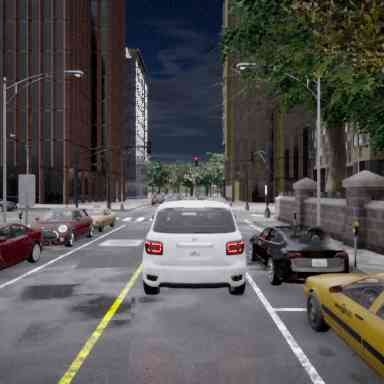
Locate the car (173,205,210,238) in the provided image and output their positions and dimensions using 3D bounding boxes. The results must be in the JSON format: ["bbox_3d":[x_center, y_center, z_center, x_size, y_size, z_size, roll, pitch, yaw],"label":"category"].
[{"bbox_3d":[0.006,1.525,18.496,1.812,1.442,4.674,0,0,0],"label":"car"}]

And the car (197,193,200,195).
[{"bbox_3d":[2.689,1.562,79.331,1.887,1.381,4.507,0,0,0],"label":"car"}]

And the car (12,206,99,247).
[{"bbox_3d":[-5.778,1.439,14.709,1.967,1.590,4.097,0,0,0],"label":"car"}]

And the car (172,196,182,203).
[{"bbox_3d":[-3.074,1.576,68.482,1.994,1.385,4.181,0,0,1],"label":"car"}]

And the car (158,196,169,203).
[{"bbox_3d":[-5.827,1.594,68.448,1.802,1.307,4.206,0,0,0],"label":"car"}]

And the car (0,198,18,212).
[{"bbox_3d":[-19.171,1.157,31.609,4.892,1.490,1.837,1,0,0],"label":"car"}]

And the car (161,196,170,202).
[{"bbox_3d":[-5.832,1.540,73.716,1.752,1.417,4.829,0,0,0],"label":"car"}]

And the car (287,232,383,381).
[{"bbox_3d":[2.757,1.525,3.975,1.752,1.417,4.829,0,0,0],"label":"car"}]

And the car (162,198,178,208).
[{"bbox_3d":[-3.140,1.568,48.137,1.994,1.385,4.181,0,0,0],"label":"car"}]

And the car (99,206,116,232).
[{"bbox_3d":[-5.783,1.524,19.995,1.752,1.417,4.829,0,0,0],"label":"car"}]

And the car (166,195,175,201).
[{"bbox_3d":[-5.847,1.575,90.199,2.008,1.369,4.403,0,0,0],"label":"car"}]

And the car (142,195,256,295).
[{"bbox_3d":[0.058,1.221,8.851,2.150,2.045,5.566,0,0,0],"label":"car"}]

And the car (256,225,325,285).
[{"bbox_3d":[2.752,1.565,9.261,1.947,1.339,4.313,0,0,0],"label":"car"}]

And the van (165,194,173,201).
[{"bbox_3d":[-5.842,1.362,84.761,1.690,1.788,3.998,0,0,0],"label":"van"}]

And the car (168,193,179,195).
[{"bbox_3d":[-3.135,1.485,58.300,1.882,1.535,5.008,0,0,0],"label":"car"}]

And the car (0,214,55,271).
[{"bbox_3d":[-5.773,1.544,9.251,1.887,1.381,4.507,0,0,0],"label":"car"}]

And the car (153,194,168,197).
[{"bbox_3d":[-5.817,1.322,57.573,2.192,1.841,5.009,0,0,0],"label":"car"}]
